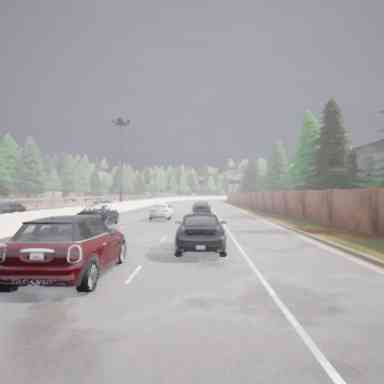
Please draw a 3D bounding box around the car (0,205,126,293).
[{"bbox_3d":[-3.258,1.411,9.214,2.097,1.767,4.553,0,0,1],"label":"car"}]

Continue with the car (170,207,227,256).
[{"bbox_3d":[0.351,1.597,13.492,1.837,1.490,4.892,0,0,2],"label":"car"}]

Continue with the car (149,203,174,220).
[{"bbox_3d":[-2.674,1.722,29.775,1.812,1.442,4.674,0,0,2],"label":"car"}]

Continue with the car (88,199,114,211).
[{"bbox_3d":[-12.783,1.796,47.041,2.128,1.511,4.902,0,-1,2],"label":"car"}]

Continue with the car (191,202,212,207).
[{"bbox_3d":[0.940,1.731,33.573,1.837,1.490,4.892,0,0,2],"label":"car"}]
